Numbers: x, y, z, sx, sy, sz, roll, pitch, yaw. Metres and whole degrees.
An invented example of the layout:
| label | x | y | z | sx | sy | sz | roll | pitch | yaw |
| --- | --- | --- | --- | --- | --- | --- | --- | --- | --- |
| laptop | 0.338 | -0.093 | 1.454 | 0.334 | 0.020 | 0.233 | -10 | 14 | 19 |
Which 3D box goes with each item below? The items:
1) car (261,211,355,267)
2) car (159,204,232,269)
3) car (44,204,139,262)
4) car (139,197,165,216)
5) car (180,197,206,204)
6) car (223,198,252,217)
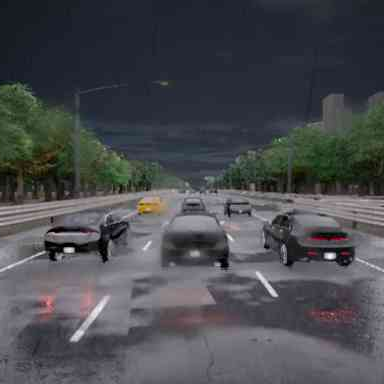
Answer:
| label | x | y | z | sx | sy | sz | roll | pitch | yaw |
| --- | --- | --- | --- | --- | --- | --- | --- | --- | --- |
| car | 3.585 | 1.395 | 11.033 | 1.837 | 1.490 | 4.892 | 0 | 0 | 0 |
| car | 0.084 | 1.371 | 10.834 | 1.882 | 1.535 | 5.008 | 0 | 1 | 0 |
| car | -3.414 | 1.377 | 11.686 | 2.128 | 1.511 | 4.902 | 0 | 1 | 0 |
| car | -3.403 | 1.150 | 28.539 | 1.882 | 1.535 | 5.008 | 0 | 1 | 0 |
| car | 0.095 | 1.199 | 27.083 | 1.837 | 1.490 | 4.892 | 0 | 1 | 0 |
| car | 3.593 | 1.188 | 26.893 | 2.128 | 1.511 | 4.902 | 0 | 1 | 0 |
